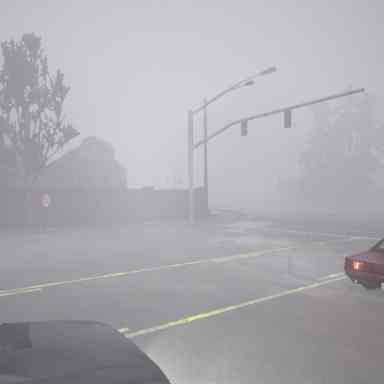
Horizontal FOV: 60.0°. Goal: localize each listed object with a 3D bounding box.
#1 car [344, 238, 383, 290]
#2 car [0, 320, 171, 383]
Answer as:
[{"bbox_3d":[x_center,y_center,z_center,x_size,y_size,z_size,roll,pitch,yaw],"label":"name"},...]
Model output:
[{"bbox_3d":[5.708,1.597,7.801,4.718,1.301,1.895,0,0,-35],"label":"car"},{"bbox_3d":[-2.677,1.546,1.829,5.357,1.411,2.033,0,0,-35],"label":"car"}]
